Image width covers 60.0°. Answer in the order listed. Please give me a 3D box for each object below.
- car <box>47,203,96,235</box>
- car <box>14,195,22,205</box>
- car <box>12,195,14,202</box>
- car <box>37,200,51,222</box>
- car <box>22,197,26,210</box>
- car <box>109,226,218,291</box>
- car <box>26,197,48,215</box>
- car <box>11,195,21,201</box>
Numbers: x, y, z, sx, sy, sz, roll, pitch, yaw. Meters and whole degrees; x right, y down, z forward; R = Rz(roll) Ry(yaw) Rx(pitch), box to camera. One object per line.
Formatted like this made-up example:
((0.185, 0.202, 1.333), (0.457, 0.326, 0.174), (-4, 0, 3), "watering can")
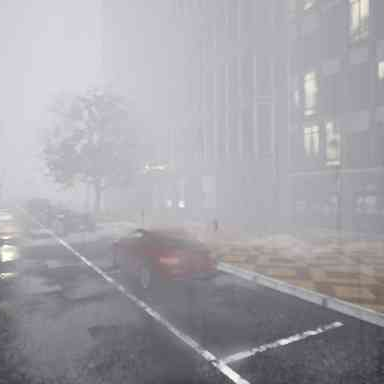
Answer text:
((-6.645, 1.521, 18.688), (2.008, 1.369, 4.403), (-1, 0, -30), "car")
((-29.523, 1.465, 58.064), (1.887, 1.381, 4.507), (0, 0, -30), "car")
((-38.102, 1.452, 72.829), (1.947, 1.339, 4.313), (0, 0, -30), "car")
((-9.505, 1.518, 23.609), (2.008, 1.369, 4.403), (-1, 0, -30), "car")
((-18.085, 1.391, 38.375), (1.967, 1.590, 4.097), (-1, 0, -30), "car")
((-0.926, 1.551, 8.844), (1.802, 1.307, 4.206), (-1, 0, -30), "car")
((-15.225, 1.397, 33.453), (1.967, 1.590, 4.097), (-1, 0, -30), "car")
((-43.821, 1.426, 82.672), (1.947, 1.339, 4.313), (0, 0, -30), "car")
